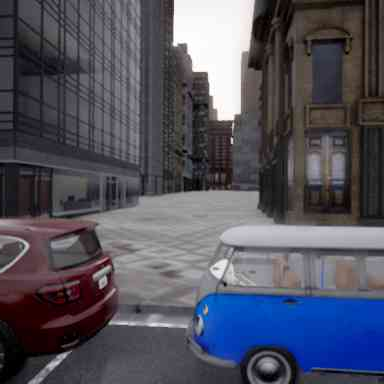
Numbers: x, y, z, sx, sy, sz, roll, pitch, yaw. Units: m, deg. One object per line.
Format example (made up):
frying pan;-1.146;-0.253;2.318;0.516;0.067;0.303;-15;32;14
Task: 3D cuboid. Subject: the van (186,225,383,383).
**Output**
van;2.024;1.340;4.151;3.998;1.788;1.690;0;0;7

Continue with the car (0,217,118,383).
car;-3.584;1.310;4.826;5.009;1.841;2.192;0;0;7
